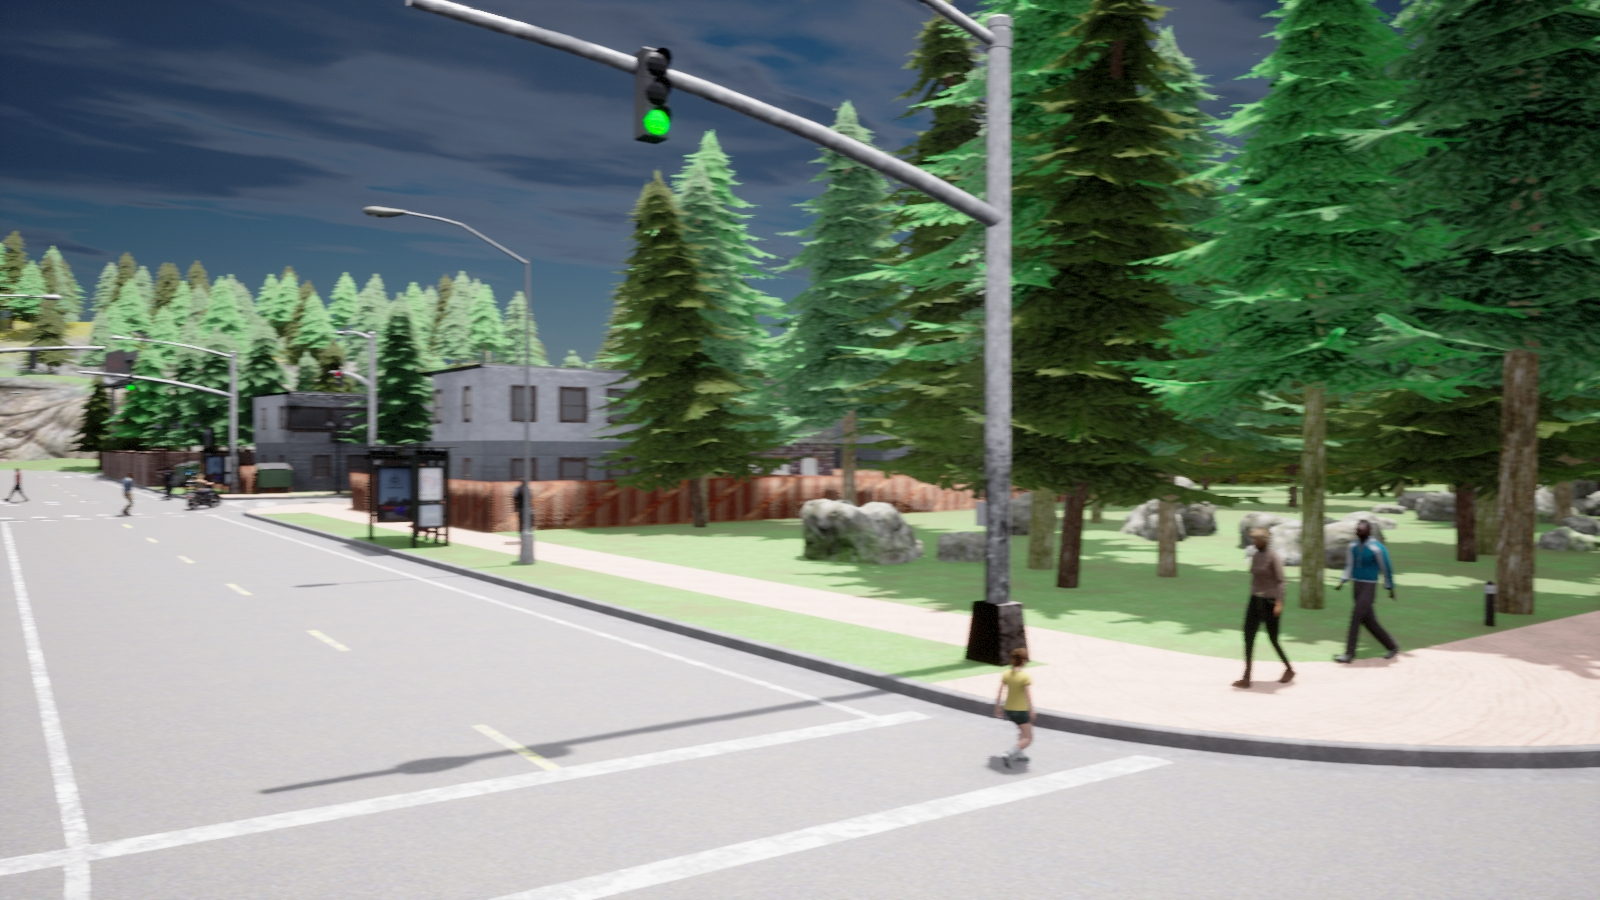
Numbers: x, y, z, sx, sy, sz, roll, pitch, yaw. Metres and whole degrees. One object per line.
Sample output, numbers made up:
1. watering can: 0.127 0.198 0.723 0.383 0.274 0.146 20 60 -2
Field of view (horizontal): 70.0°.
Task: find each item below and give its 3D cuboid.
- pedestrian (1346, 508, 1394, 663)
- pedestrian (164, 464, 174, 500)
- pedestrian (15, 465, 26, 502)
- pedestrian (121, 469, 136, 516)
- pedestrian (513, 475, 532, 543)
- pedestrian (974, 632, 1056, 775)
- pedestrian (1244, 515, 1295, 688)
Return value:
1. pedestrian: 7.043 1.661 14.120 0.375 1.860 0.375 0 0 -20
2. pedestrian: -33.131 1.686 59.984 0.375 1.860 0.375 0 0 -21
3. pedestrian: -38.932 1.676 57.053 0.375 1.860 0.375 0 0 -43
4. pedestrian: -27.017 1.715 45.969 0.375 1.860 0.375 0 0 -7
5. pedestrian: -7.650 1.622 31.476 0.375 1.860 0.375 0 0 -37
6. pedestrian: 1.883 2.201 10.025 0.500 1.100 0.500 0 0 -40
7. pedestrian: 5.241 1.673 12.758 0.375 1.860 0.375 0 0 -24
